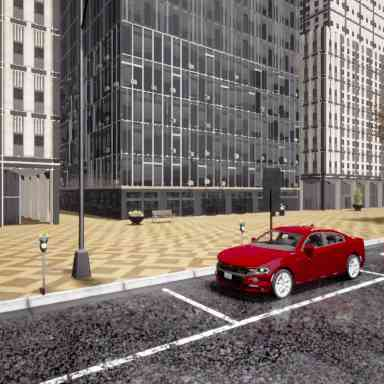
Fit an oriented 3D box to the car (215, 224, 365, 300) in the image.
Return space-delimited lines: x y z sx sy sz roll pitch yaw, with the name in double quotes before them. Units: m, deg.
"car" 2.596 1.545 8.414 4.507 1.381 1.887 0 0 -36
